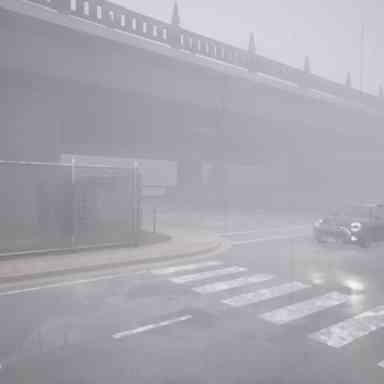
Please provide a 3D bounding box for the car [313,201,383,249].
[{"bbox_3d":[7.298,1.322,14.585,4.553,1.767,2.097,0,1,-38],"label":"car"}]
